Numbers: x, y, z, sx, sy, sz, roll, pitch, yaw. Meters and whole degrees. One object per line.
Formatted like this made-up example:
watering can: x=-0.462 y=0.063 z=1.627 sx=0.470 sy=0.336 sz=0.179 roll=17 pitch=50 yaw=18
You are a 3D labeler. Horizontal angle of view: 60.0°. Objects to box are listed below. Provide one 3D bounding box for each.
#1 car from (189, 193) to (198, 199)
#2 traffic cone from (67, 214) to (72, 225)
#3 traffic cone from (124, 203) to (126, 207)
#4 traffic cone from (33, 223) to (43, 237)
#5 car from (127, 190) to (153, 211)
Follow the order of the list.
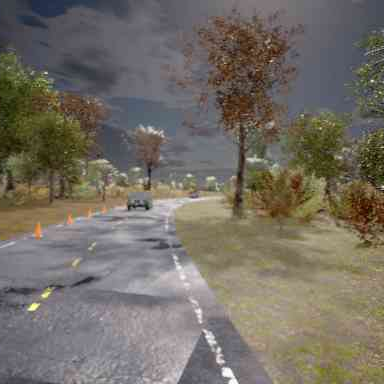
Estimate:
car: x=0.479 y=1.084 z=89.583 sx=1.837 sy=1.490 sz=4.892 roll=2 pitch=0 yaw=13
traffic cone: x=-7.186 y=1.603 z=19.553 sx=0.340 sy=0.580 sz=0.340 roll=2 pitch=0 yaw=-5
traffic cone: x=-8.003 y=1.476 z=39.774 sx=0.340 sy=0.580 sz=0.340 roll=2 pitch=0 yaw=0
traffic cone: x=-6.697 y=1.645 z=14.516 sx=0.340 sy=0.580 sz=0.340 roll=2 pitch=0 yaw=-6
car: x=-5.418 y=0.857 z=35.228 sx=2.150 sy=2.045 sz=5.566 roll=2 pitch=0 yaw=-1
